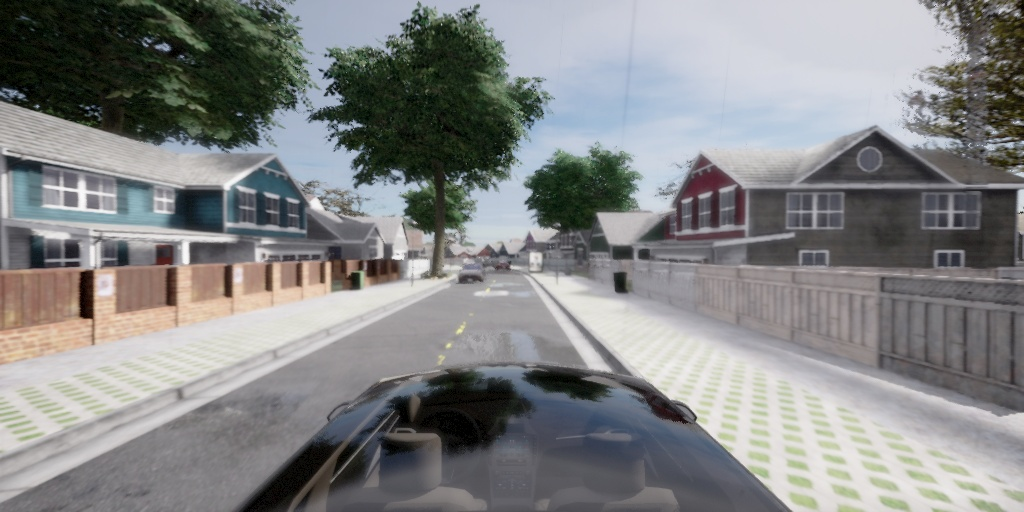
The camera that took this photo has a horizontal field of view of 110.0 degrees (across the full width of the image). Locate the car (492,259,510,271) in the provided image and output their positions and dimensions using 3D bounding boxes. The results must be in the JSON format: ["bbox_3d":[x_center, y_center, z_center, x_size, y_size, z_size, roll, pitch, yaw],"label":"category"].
[{"bbox_3d":[-1.414,1.306,50.887,1.812,1.442,4.674,0,0,-8],"label":"car"}]

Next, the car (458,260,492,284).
[{"bbox_3d":[-2.887,1.279,27.261,2.033,1.411,5.357,0,0,0],"label":"car"}]

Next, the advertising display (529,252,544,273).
[{"bbox_3d":[2.614,0.764,39.420,1.540,2.440,0.280,0,0,-4],"label":"advertising display"}]
